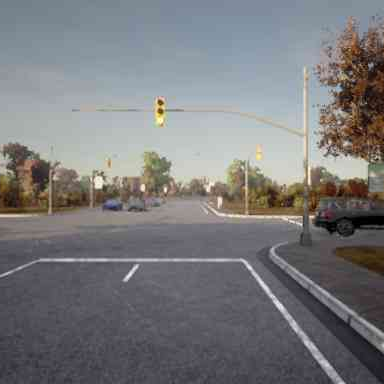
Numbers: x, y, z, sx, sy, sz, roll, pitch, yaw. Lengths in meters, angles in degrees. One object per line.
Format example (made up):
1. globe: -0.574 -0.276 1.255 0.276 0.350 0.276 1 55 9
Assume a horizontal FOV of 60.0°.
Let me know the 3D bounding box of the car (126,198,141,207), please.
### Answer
1. car: -10.459 1.893 59.893 1.837 1.490 4.892 0 -1 0

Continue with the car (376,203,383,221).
1. car: 18.651 1.709 28.488 4.674 1.442 1.812 0 0 3

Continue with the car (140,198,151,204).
1. car: -10.361 2.071 74.856 1.895 1.301 4.718 0 0 0

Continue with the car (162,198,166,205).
1. car: -6.867 1.996 73.204 1.812 1.442 4.674 0 0 0

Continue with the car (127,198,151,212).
1. car: -7.023 1.824 42.793 2.033 1.411 5.357 0 0 0

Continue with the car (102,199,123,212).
1. car: -10.519 1.764 44.231 1.882 1.535 5.008 0 0 0

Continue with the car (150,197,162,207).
1. car: -6.974 1.726 58.142 2.097 1.767 4.553 0 0 0

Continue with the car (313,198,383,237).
1. car: 9.648 1.348 18.385 5.566 2.045 2.150 0 0 3
